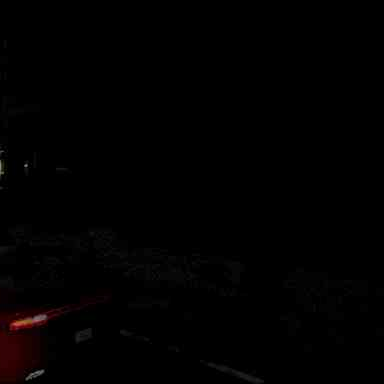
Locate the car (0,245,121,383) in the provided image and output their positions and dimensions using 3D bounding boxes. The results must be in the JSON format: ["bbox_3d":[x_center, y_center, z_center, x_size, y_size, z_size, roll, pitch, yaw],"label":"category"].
[{"bbox_3d":[-3.075,1.511,5.158,4.507,1.381,1.887,0,0,35],"label":"car"}]
